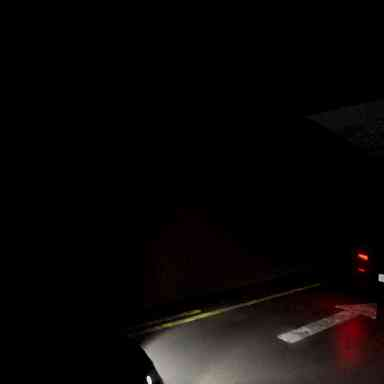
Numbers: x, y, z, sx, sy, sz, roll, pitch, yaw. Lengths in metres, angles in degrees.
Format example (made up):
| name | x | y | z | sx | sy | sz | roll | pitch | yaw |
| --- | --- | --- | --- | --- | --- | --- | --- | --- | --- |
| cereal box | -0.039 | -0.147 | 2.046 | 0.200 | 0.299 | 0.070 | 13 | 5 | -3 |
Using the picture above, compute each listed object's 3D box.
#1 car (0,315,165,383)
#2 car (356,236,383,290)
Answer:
| name | x | y | z | sx | sy | sz | roll | pitch | yaw |
| --- | --- | --- | --- | --- | --- | --- | --- | --- | --- |
| car | -2.225 | 1.564 | 2.255 | 4.181 | 1.385 | 1.994 | 0 | 0 | -35 |
| car | 5.662 | 1.526 | 7.807 | 4.674 | 1.442 | 1.812 | 0 | 0 | -35 |
